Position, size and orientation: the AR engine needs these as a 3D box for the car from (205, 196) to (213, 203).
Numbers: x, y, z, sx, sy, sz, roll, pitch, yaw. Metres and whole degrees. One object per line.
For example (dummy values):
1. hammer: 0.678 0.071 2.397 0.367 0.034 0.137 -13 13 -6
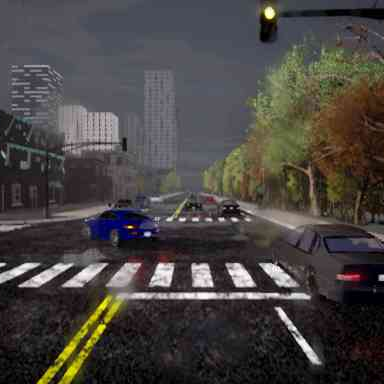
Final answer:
1. car: 3.380 1.365 64.107 1.994 1.385 4.181 0 0 0

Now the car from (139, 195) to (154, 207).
1. car: -6.500 1.223 42.781 2.097 1.767 4.553 0 0 0

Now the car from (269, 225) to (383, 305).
1. car: 3.368 1.523 8.244 2.033 1.411 5.357 0 0 0

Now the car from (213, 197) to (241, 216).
1. car: 3.416 1.453 31.259 2.033 1.411 5.357 0 0 0

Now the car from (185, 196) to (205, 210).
1. car: 0.183 1.480 39.523 1.895 1.301 4.718 0 0 0

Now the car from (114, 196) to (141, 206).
1. car: -6.524 1.427 32.587 1.812 1.442 4.674 0 0 0

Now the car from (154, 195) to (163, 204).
1. car: -6.416 1.340 59.889 1.812 1.442 4.674 0 0 1

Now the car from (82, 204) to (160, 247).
1. car: -3.210 1.482 14.776 1.812 1.442 4.674 0 0 -39
